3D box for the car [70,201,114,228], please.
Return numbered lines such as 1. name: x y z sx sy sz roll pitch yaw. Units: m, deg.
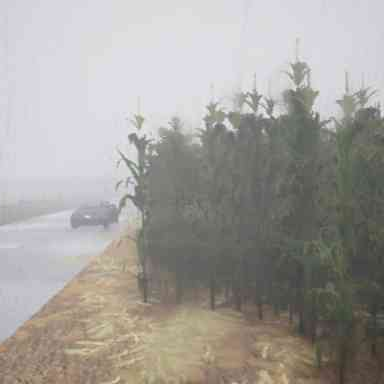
1. car: -5.425 1.175 18.948 1.994 1.385 4.181 -1 1 -3
